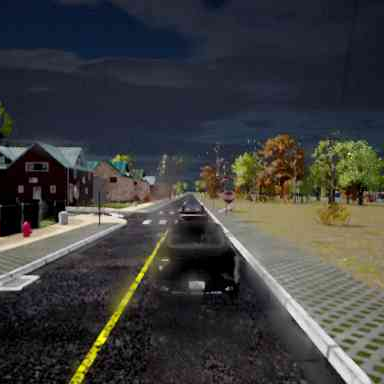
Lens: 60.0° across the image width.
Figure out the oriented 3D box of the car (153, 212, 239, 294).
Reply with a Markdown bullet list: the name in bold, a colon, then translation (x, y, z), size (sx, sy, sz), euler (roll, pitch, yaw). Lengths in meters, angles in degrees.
- **car**: translation (0.087, 1.519, 8.772), size (1.837, 1.490, 4.892), euler (0, 0, 0)

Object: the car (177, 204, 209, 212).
- **car**: translation (0.067, 1.524, 21.086), size (2.128, 1.511, 4.902), euler (0, 0, 0)
